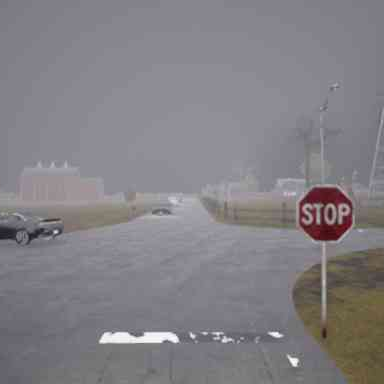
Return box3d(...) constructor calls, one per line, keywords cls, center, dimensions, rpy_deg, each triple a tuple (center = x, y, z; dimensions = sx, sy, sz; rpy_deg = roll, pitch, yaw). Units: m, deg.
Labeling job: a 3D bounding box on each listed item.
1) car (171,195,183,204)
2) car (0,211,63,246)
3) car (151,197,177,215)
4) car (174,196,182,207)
box3d(cls="car", center=(-2.853, 1.459, 65.863), dimensions=(2.128, 1.511, 4.902), rpy_deg=(0, 0, 0))
box3d(cls="car", center=(-8.635, 1.696, 16.068), dimensions=(4.902, 1.511, 2.128), rpy_deg=(-2, -2, 17))
box3d(cls="car", center=(-2.902, 1.511, 33.405), dimensions=(2.033, 1.411, 5.357), rpy_deg=(0, 0, 0))
box3d(cls="car", center=(-2.912, 1.478, 49.287), dimensions=(1.812, 1.442, 4.674), rpy_deg=(0, 0, 0))
